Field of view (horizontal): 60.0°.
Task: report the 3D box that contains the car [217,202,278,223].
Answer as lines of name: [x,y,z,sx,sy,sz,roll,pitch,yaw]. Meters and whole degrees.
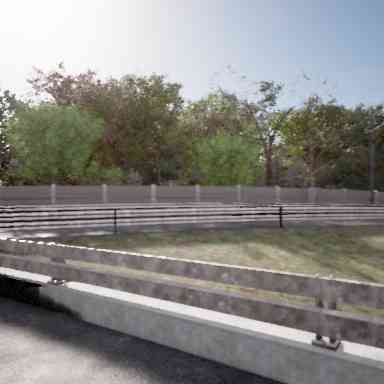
car: [4.468,1.597,26.675,5.008,1.535,1.882,0,0,-19]
